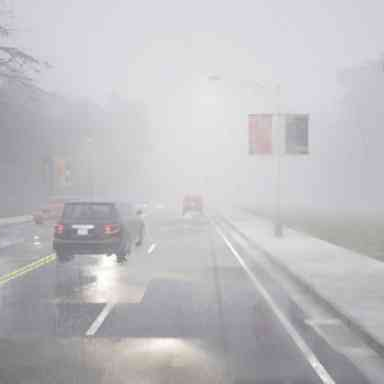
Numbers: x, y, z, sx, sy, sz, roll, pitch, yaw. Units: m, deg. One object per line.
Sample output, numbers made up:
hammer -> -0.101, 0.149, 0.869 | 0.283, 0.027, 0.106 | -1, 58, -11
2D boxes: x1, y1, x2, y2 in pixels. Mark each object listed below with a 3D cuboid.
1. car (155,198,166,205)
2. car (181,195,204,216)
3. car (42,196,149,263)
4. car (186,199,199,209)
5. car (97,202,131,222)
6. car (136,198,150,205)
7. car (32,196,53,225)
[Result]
car -> -6.521, 1.864, 69.489 | 2.033, 1.411, 5.357 | 0, 0, 0
car -> 0.089, 1.348, 34.859 | 2.150, 2.045, 5.566 | 0, -1, 0
car -> -3.154, 1.254, 12.289 | 2.150, 2.045, 5.566 | 0, 0, 0
car -> 0.086, 1.780, 50.892 | 1.994, 1.385, 4.181 | 0, 0, 0
car -> -6.603, 1.624, 28.568 | 1.812, 1.442, 4.674 | 0, 0, 0
car -> -9.773, 1.875, 66.562 | 1.994, 1.385, 4.181 | 0, 0, 0
car -> -9.855, 1.306, 25.124 | 2.150, 2.045, 5.566 | 0, 0, 0
